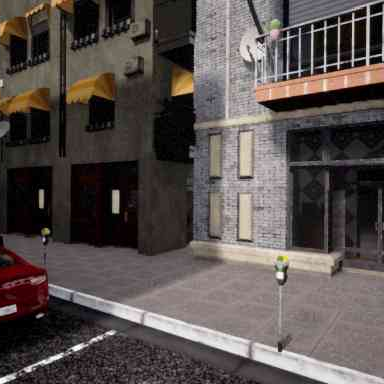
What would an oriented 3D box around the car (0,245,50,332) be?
[{"bbox_3d":[-4.421,1.544,6.028,4.507,1.381,1.887,0,1,36],"label":"car"}]
